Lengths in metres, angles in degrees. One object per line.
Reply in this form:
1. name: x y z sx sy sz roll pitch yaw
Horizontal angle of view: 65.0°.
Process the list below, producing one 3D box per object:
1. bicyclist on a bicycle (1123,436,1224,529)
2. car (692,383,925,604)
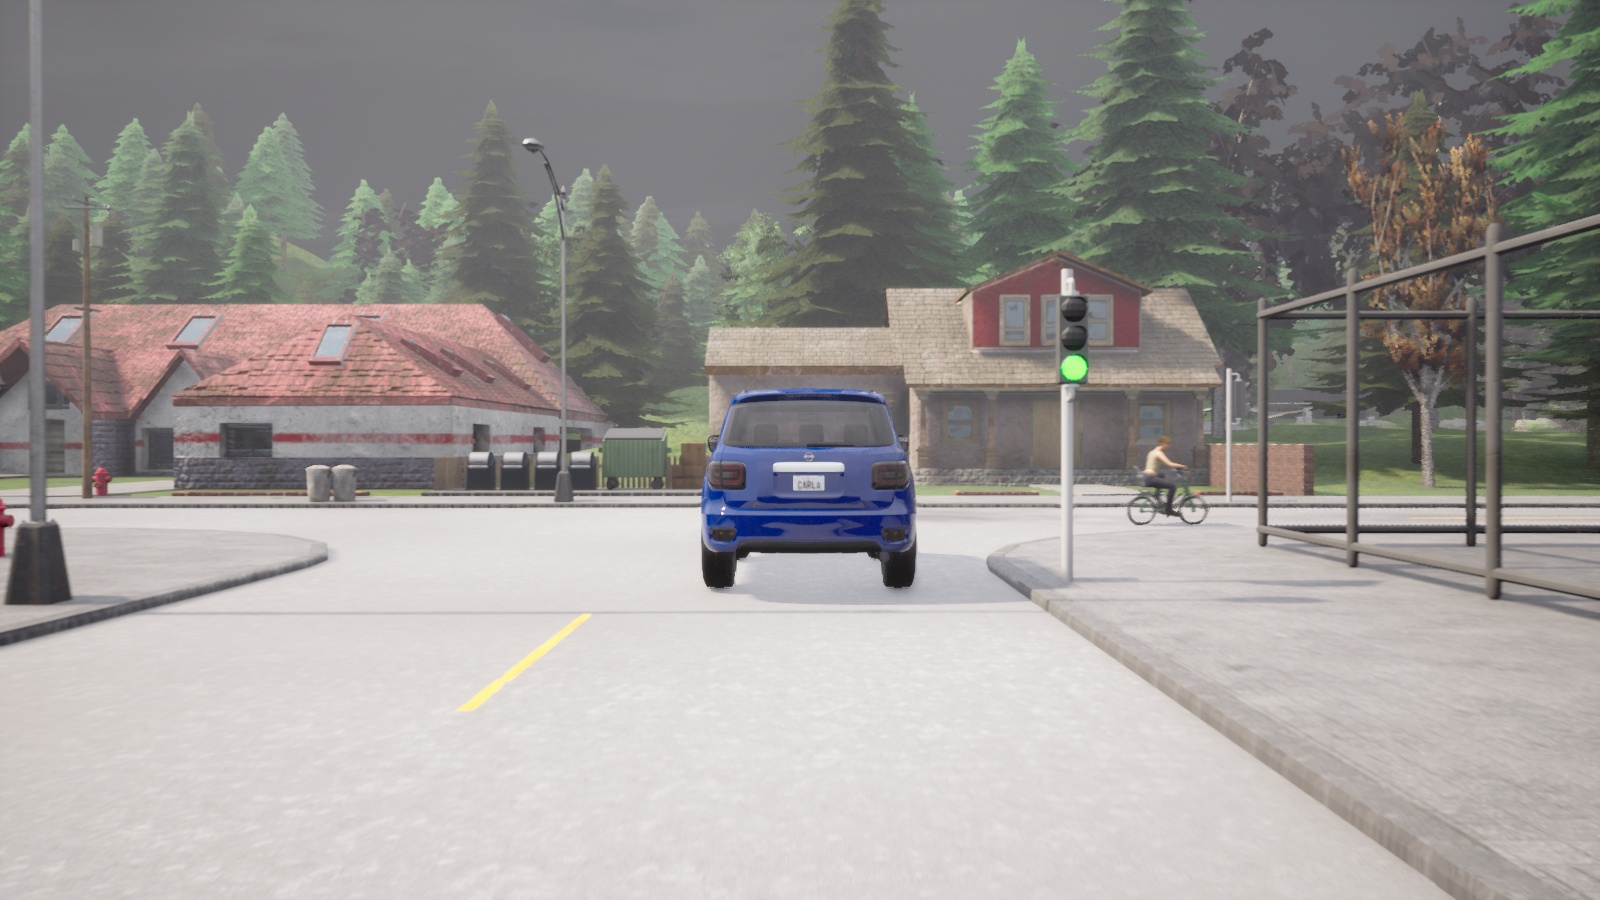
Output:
1. bicyclist on a bicycle: 6.659 0.562 22.434 1.509 1.612 0.866 0 1 -5
2. car: 0.096 0.384 14.389 2.150 2.045 5.566 0 0 0
